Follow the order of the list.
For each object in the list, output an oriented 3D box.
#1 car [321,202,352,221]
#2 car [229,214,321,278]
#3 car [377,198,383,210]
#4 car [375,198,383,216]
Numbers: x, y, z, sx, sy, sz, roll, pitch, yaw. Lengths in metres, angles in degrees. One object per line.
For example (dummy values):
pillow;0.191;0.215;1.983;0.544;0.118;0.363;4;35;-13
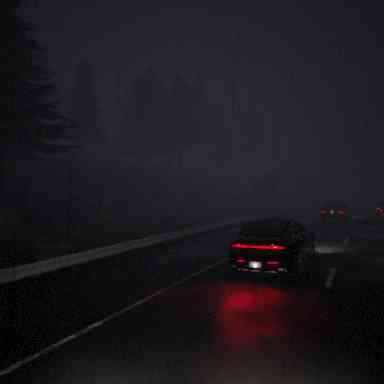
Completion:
car;11.547;1.508;26.600;2.033;1.411;5.357;-2;-1;30
car;2.672;1.543;10.426;1.837;1.490;4.892;-2;-1;27
car;22.863;1.375;38.870;1.895;1.301;4.718;-2;-1;32
car;17.431;1.377;29.711;2.033;1.411;5.357;-2;-1;31
